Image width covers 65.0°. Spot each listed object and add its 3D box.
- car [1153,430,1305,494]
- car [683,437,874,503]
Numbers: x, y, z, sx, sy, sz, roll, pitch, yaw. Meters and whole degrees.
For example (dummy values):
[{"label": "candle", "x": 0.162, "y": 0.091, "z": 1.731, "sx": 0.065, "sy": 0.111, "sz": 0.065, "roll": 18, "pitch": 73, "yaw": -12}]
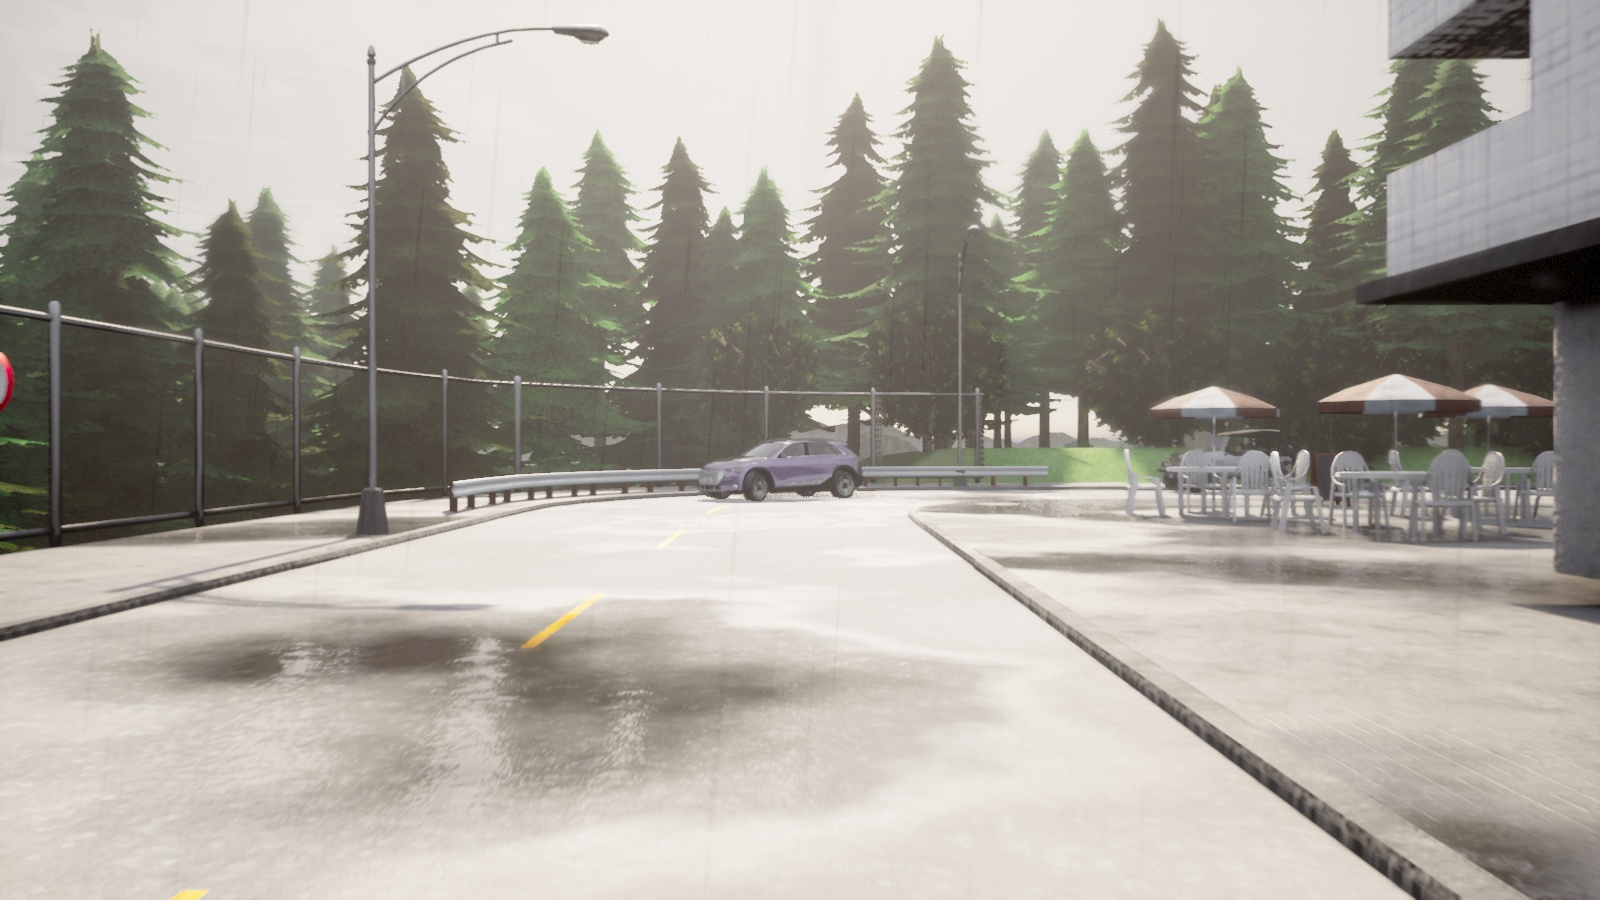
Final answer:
[{"label": "car", "x": 12.697, "y": 0.342, "z": 37.314, "sx": 3.866, "sy": 1.878, "sz": 1.905, "roll": 0, "pitch": 0, "yaw": 0}, {"label": "car", "x": -0.510, "y": 0.489, "z": 33.500, "sx": 4.856, "sy": 1.649, "sz": 2.033, "roll": 0, "pitch": 0, "yaw": -39}]
